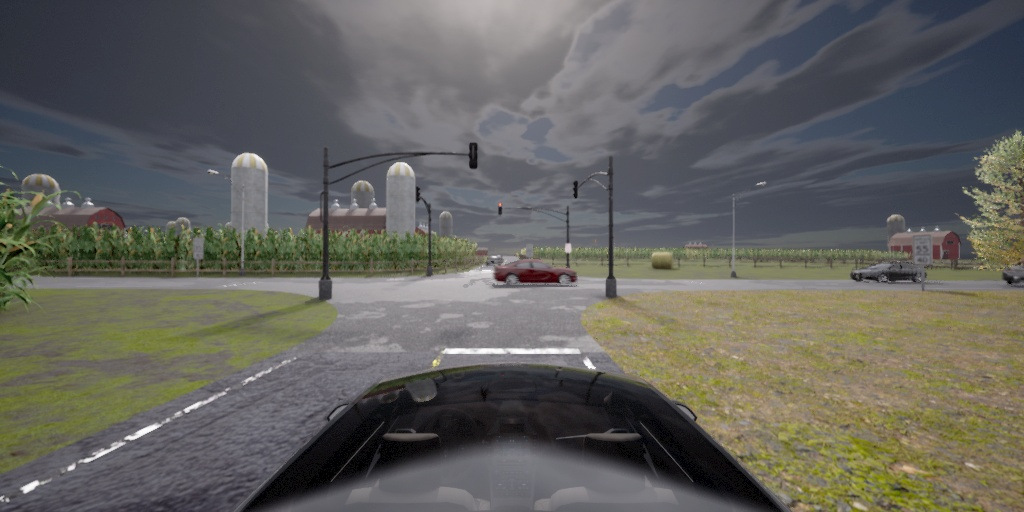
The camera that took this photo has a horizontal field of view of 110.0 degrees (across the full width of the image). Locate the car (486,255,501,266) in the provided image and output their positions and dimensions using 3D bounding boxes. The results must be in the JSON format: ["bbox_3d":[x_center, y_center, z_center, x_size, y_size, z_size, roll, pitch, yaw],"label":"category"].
[{"bbox_3d":[-2.764,0.713,53.760,1.994,1.385,4.181,0,1,0],"label":"car"}]

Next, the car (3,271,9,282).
[{"bbox_3d":[-30.737,0.793,19.599,4.674,1.442,1.812,1,-1,-3],"label":"car"}]

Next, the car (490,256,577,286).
[{"bbox_3d":[1.357,0.967,21.453,5.008,1.535,1.882,0,0,-4],"label":"car"}]

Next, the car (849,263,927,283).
[{"bbox_3d":[28.158,1.252,26.899,4.892,1.490,1.837,0,-1,-4],"label":"car"}]

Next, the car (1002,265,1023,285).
[{"bbox_3d":[35.713,1.272,23.849,4.902,1.511,2.128,0,-1,-4],"label":"car"}]
